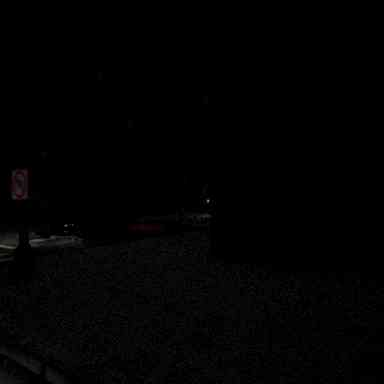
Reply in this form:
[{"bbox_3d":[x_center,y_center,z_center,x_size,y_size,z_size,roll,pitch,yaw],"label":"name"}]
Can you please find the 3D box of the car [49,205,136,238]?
[{"bbox_3d":[-5.341,1.510,18.418,1.882,1.535,5.008,0,0,35],"label":"car"}]
